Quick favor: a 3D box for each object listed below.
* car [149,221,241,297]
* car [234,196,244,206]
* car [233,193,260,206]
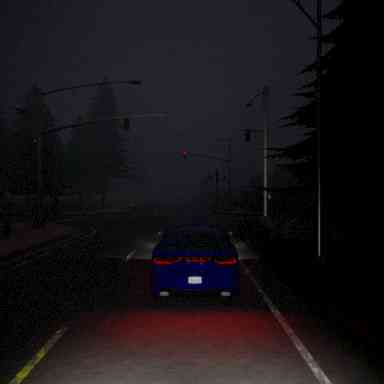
[{"bbox_3d":[0.079,1.478,8.626,1.882,1.535,5.008,0,0,1],"label":"car"},{"bbox_3d":[8.956,1.144,49.578,4.605,1.855,1.932,0,0,0],"label":"car"},{"bbox_3d":[8.546,1.146,52.089,3.866,1.878,1.905,0,0,0],"label":"car"}]
